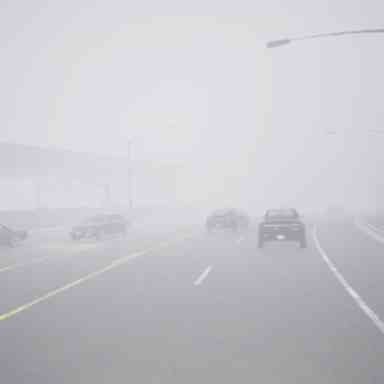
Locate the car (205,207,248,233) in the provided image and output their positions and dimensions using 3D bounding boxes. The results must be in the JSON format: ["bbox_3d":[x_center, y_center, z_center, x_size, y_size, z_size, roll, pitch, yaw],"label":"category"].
[{"bbox_3d":[2.358,1.748,21.393,2.128,1.511,4.902,-3,-2,22],"label":"car"}]

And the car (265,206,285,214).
[{"bbox_3d":[14.432,3.151,57.683,1.895,1.301,4.718,-4,-3,33],"label":"car"}]

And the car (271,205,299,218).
[{"bbox_3d":[10.868,2.236,38.594,1.812,1.442,4.674,-4,-3,31],"label":"car"}]

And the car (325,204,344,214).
[{"bbox_3d":[20.400,2.401,47.551,2.033,1.411,5.357,-4,-3,33],"label":"car"}]

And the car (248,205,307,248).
[{"bbox_3d":[3.988,1.485,14.687,2.128,1.511,4.902,-3,-1,17],"label":"car"}]

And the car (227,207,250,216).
[{"bbox_3d":[7.471,3.107,53.283,1.994,1.385,4.181,-4,-3,33],"label":"car"}]

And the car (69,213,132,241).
[{"bbox_3d":[-5.482,2.075,20.508,1.837,1.490,4.892,-3,-2,19],"label":"car"}]

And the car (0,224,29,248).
[{"bbox_3d":[-10.470,2.298,16.288,1.895,1.301,4.718,-3,-1,16],"label":"car"}]
